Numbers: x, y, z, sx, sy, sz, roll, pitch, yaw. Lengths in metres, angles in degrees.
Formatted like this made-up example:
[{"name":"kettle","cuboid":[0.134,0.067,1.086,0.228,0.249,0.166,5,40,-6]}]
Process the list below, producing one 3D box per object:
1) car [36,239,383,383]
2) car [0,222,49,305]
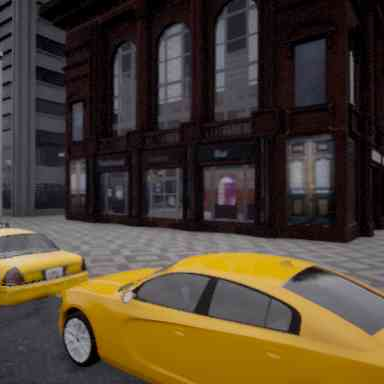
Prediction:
[{"name":"car","cuboid":[0.352,1.505,4.110,5.008,1.535,1.882,0,0,36]},{"name":"car","cuboid":[-4.651,1.487,7.756,5.366,1.575,1.801,0,0,36]}]
